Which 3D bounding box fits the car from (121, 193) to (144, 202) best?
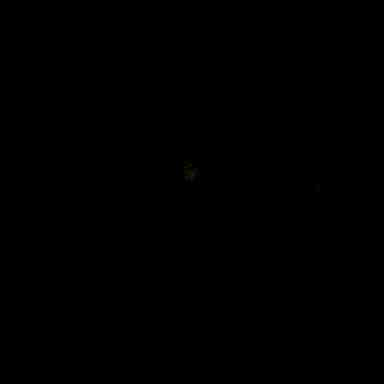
[{"bbox_3d":[-12.866,1.131,72.674,2.150,2.045,5.566,0,-1,35],"label":"car"}]
